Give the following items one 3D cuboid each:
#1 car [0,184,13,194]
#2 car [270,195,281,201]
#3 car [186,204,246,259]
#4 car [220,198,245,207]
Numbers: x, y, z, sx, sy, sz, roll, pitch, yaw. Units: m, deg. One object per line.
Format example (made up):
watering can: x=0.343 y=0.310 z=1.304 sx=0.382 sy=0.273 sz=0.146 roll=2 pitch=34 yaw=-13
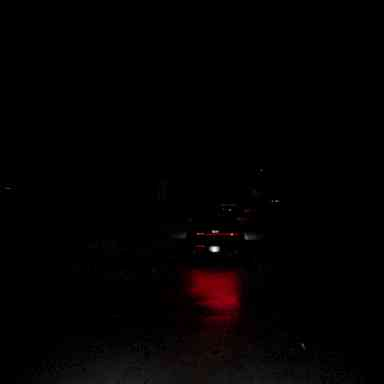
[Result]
car: x=-31.747 y=-0.503 z=54.397 sx=4.902 sy=1.511 sz=2.128 roll=3 pitch=0 yaw=15
car: x=20.420 y=1.410 z=81.324 sx=1.994 sy=1.385 sz=4.181 roll=0 pitch=-1 yaw=24
car: x=0.868 y=1.384 z=12.065 sx=1.837 sy=1.490 sz=4.892 roll=0 pitch=0 yaw=5
car: x=3.437 y=1.210 z=28.463 sx=2.128 sy=1.511 sz=4.902 roll=0 pitch=0 yaw=12
